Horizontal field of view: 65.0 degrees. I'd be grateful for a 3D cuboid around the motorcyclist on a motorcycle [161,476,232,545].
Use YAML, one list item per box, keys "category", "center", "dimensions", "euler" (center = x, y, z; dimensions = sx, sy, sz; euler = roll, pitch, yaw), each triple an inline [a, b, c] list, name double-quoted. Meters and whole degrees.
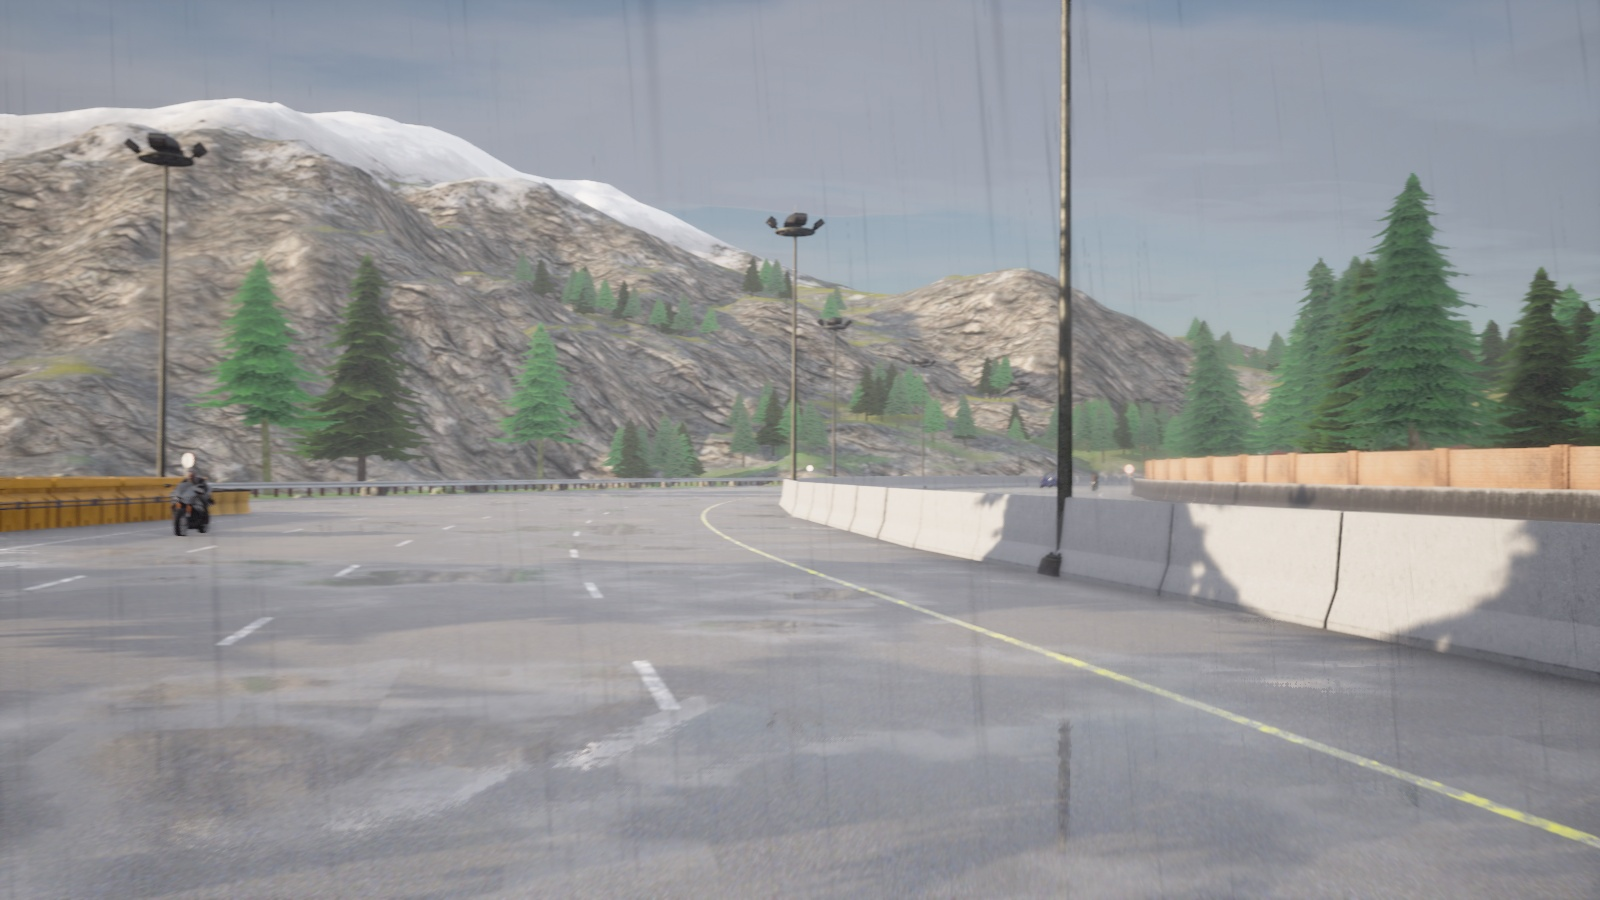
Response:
- category: "motorcyclist on a motorcycle"
  center: [-13.915, 1.360, 29.030]
  dimensions: [0.866, 1.530, 2.191]
  euler: [0, -1, -8]
